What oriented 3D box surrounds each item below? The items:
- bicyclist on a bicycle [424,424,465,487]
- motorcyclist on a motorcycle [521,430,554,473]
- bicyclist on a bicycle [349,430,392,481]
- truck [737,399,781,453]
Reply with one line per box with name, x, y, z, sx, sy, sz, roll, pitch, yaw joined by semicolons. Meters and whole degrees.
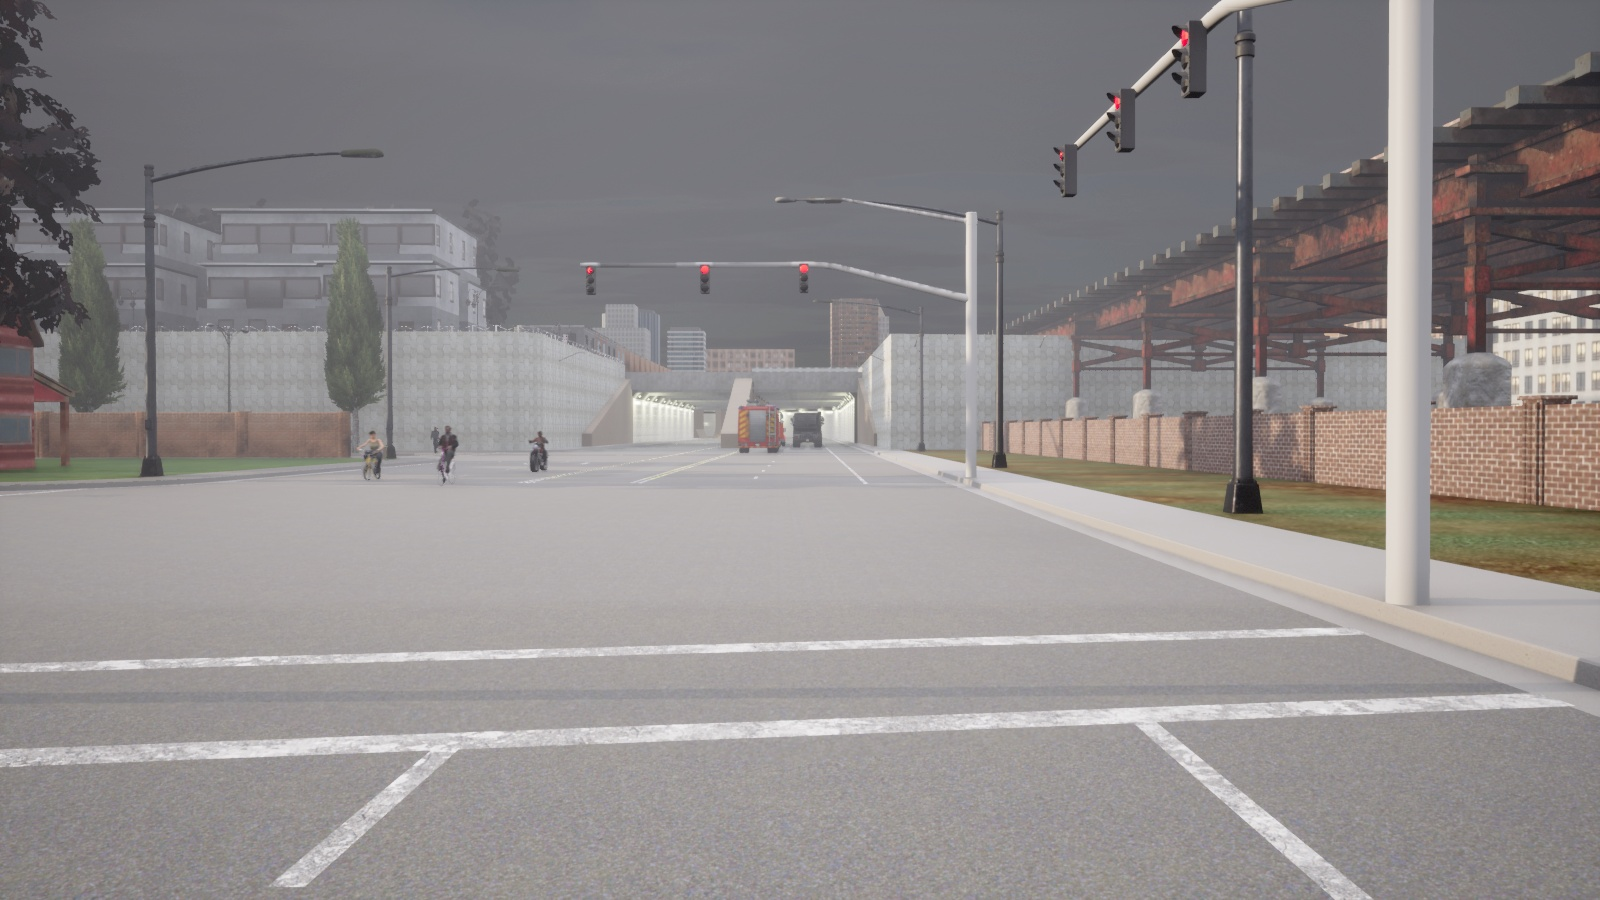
bicyclist on a bicycle;-10.276;0.154;36.371;0.659;1.776;1.843;0;1;0
motorcyclist on a motorcycle;-10.203;0.039;48.945;0.766;1.649;2.350;0;1;0
bicyclist on a bicycle;-13.753;0.157;40.268;0.866;1.612;1.509;0;1;0
truck;-2.951;-1.755;93.058;2.891;3.827;8.468;0;1;0
